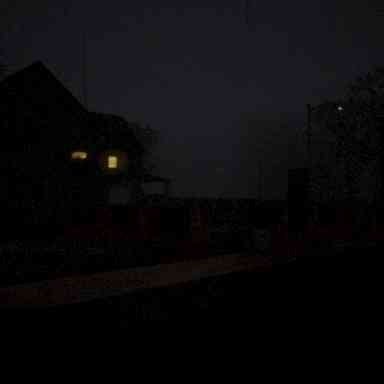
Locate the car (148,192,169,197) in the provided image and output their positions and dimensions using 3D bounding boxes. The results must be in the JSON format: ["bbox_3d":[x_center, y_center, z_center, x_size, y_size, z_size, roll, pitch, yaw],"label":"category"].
[{"bbox_3d":[-5.102,1.094,52.442,2.150,2.045,5.566,0,0,-35],"label":"car"}]
